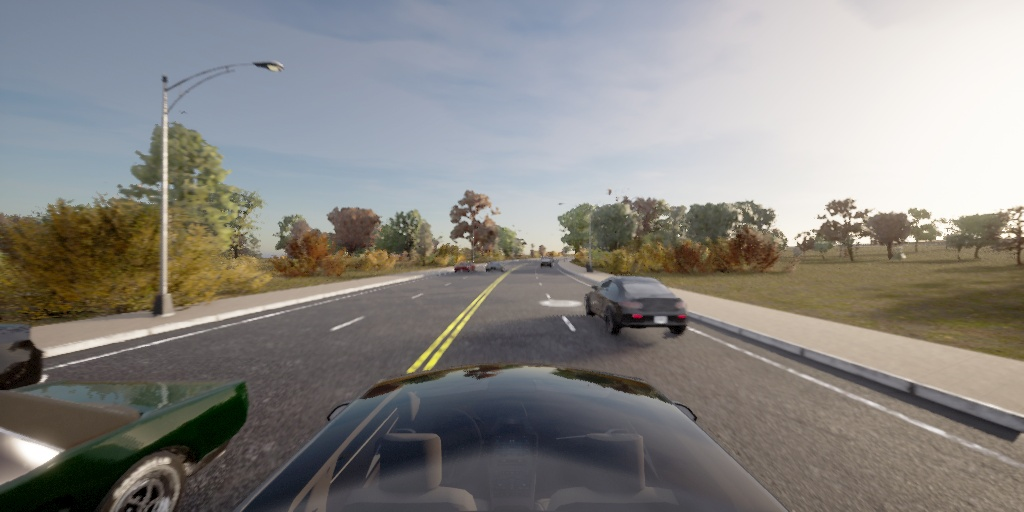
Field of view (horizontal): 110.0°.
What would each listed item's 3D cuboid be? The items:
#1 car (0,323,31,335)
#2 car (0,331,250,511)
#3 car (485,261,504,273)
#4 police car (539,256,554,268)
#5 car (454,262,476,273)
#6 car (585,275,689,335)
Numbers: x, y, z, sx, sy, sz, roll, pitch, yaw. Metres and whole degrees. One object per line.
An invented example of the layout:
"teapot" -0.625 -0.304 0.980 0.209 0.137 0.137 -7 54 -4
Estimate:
"car" -6.581 1.226 2.218 2.128 1.511 4.902 0 0 0
"car" -3.340 1.343 1.037 1.895 1.301 4.718 0 0 0
"car" -2.061 1.287 43.804 1.994 1.385 4.181 0 0 4
"police car" 5.624 1.137 59.726 1.930 1.638 5.238 0 0 5
"car" -5.447 1.319 41.823 1.895 1.301 4.718 0 0 3
"car" 3.404 1.282 10.463 1.812 1.442 4.674 0 0 1
